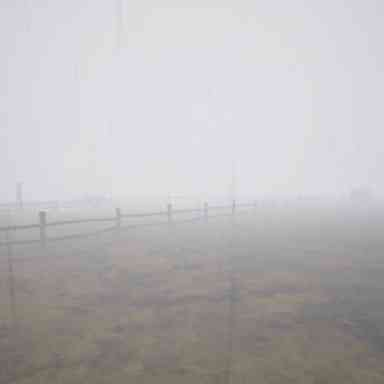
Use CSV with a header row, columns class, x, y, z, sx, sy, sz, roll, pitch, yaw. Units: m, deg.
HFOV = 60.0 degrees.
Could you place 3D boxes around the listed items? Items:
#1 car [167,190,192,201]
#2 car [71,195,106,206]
class,x,y,z,sx,sy,sz,roll,pitch,yaw
car,-2.198,0.672,61.582,2.150,2.045,5.566,1,1,36
car,-14.066,1.157,45.409,1.837,1.490,4.892,1,1,36
